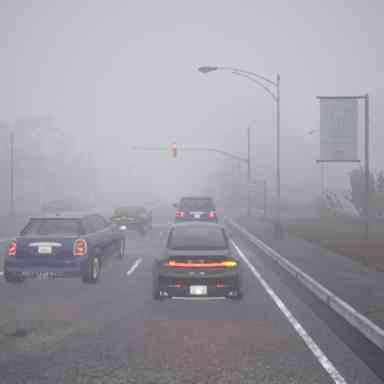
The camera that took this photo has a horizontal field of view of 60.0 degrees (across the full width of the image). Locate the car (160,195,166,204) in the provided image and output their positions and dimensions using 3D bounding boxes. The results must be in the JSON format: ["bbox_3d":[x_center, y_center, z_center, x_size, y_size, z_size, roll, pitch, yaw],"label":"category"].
[{"bbox_3d":[-6.887,1.518,65.431,2.033,1.411,5.357,0,0,1],"label":"car"}]

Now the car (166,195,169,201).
[{"bbox_3d":[-6.829,1.444,75.209,1.882,1.535,5.008,0,0,0],"label":"car"}]

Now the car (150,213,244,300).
[{"bbox_3d":[0.119,1.501,8.363,1.837,1.490,4.892,0,0,0],"label":"car"}]

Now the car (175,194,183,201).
[{"bbox_3d":[-3.304,1.432,85.921,1.882,1.535,5.008,0,0,0],"label":"car"}]

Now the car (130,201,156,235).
[{"bbox_3d":[-3.358,1.496,18.738,1.837,1.490,4.892,0,0,0],"label":"car"}]

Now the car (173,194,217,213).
[{"bbox_3d":[0.165,1.213,18.211,2.150,2.045,5.566,0,0,-2],"label":"car"}]

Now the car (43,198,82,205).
[{"bbox_3d":[-12.326,1.478,32.976,4.902,1.511,2.128,0,0,3],"label":"car"}]

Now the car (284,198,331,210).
[{"bbox_3d":[14.550,1.528,42.112,5.357,1.411,2.033,0,0,3],"label":"car"}]

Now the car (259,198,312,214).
[{"bbox_3d":[9.595,1.475,35.191,4.902,1.511,2.128,0,0,3],"label":"car"}]

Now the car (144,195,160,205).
[{"bbox_3d":[-6.958,1.501,55.704,1.812,1.442,4.674,0,0,0],"label":"car"}]

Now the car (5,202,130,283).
[{"bbox_3d":[-3.378,1.348,9.778,2.097,1.767,4.553,0,0,0],"label":"car"}]

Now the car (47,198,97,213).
[{"bbox_3d":[-13.497,1.460,37.688,5.008,1.535,1.882,0,1,-11],"label":"car"}]

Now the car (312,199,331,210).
[{"bbox_3d":[14.140,1.487,38.629,4.892,1.490,1.837,0,0,3],"label":"car"}]

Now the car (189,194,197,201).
[{"bbox_3d":[0.196,1.432,85.913,1.882,1.535,5.008,0,0,0],"label":"car"}]
